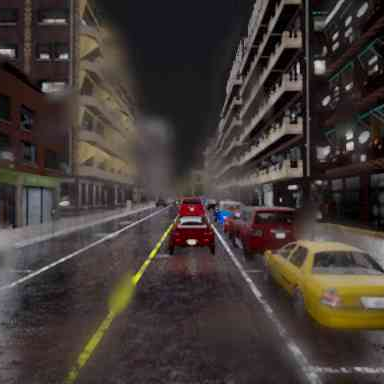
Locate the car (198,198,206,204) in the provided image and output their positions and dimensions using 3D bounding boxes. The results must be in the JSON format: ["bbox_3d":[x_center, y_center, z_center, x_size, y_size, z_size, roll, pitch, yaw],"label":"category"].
[{"bbox_3d":[2.701,2.387,90.708,1.752,1.417,4.829,1,-1,0],"label":"car"}]

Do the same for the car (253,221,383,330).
[{"bbox_3d":[2.700,1.594,7.144,1.752,1.417,4.829,1,-1,0],"label":"car"}]

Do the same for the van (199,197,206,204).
[{"bbox_3d":[2.700,2.148,84.969,1.690,1.788,3.998,1,-1,0],"label":"van"}]

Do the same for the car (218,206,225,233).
[{"bbox_3d":[2.699,1.717,18.116,1.887,1.381,4.507,1,-1,0],"label":"car"}]

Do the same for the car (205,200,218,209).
[{"bbox_3d":[3.144,2.045,54.713,1.812,1.442,4.674,0,-1,0],"label":"car"}]

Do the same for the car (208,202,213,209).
[{"bbox_3d":[2.698,1.828,29.258,2.008,1.369,4.403,1,-1,0],"label":"car"}]

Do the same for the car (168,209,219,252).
[{"bbox_3d":[0.003,1.663,14.375,1.812,1.442,4.674,0,0,0],"label":"car"}]

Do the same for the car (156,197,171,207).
[{"bbox_3d":[-5.681,1.910,62.725,2.192,1.841,5.009,1,-1,0],"label":"car"}]

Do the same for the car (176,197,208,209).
[{"bbox_3d":[-0.002,1.492,29.005,2.150,2.045,5.566,0,0,0],"label":"car"}]

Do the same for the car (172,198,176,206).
[{"bbox_3d":[-3.006,2.196,71.017,2.128,1.511,4.902,0,-1,0],"label":"car"}]

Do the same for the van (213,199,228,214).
[{"bbox_3d":[2.702,1.566,23.689,1.690,1.788,3.998,1,-1,0],"label":"van"}]

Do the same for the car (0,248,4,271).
[{"bbox_3d":[-5.681,1.649,7.013,1.802,1.307,4.206,1,-1,0],"label":"car"}]

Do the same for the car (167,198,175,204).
[{"bbox_3d":[-5.686,2.383,90.407,1.752,1.417,4.829,1,-1,0],"label":"car"}]

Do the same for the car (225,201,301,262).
[{"bbox_3d":[2.703,1.435,12.548,2.192,1.841,5.009,1,-1,0],"label":"car"}]

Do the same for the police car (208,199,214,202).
[{"bbox_3d":[3.130,1.878,47.824,1.930,1.638,5.238,0,-1,0],"label":"police car"}]
